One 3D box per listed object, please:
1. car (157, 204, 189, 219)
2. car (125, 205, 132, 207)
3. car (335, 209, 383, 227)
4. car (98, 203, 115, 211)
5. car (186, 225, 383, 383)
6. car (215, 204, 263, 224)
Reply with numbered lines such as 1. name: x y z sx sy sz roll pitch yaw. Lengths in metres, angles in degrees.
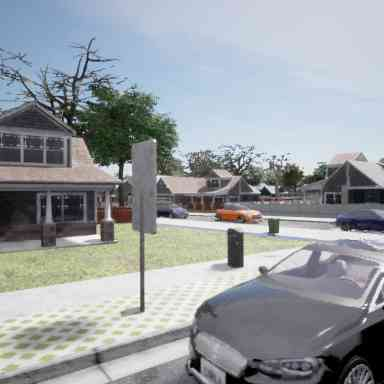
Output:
1. car: -2.356 2.154 38.241 2.097 1.767 4.553 0 -1 -37
2. car: -8.581 2.553 46.437 1.837 1.490 4.892 0 -1 -35
3. car: 10.785 1.739 19.633 1.812 1.442 4.674 0 -1 -30
4. car: -15.703 2.728 59.779 2.097 1.767 4.553 0 -1 -41
5. car: 2.198 1.490 4.629 4.902 1.511 2.128 0 0 -35
6. car: 4.102 1.879 29.489 2.097 1.767 4.553 0 -1 -36
